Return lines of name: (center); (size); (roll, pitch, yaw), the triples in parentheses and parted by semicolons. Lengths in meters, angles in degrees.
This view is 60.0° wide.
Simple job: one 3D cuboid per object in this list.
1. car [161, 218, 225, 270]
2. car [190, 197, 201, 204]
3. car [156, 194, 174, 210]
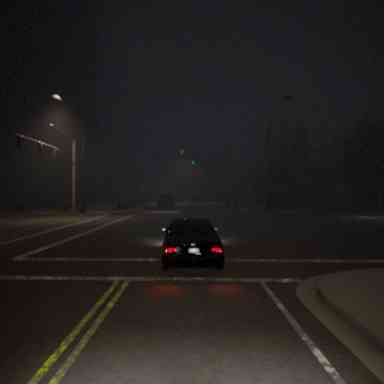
car: (-0.050, 1.582, 11.163); (2.033, 1.411, 5.357); (0, 0, -2)
car: (0.743, 1.695, 70.398); (1.812, 1.442, 4.674); (0, 0, 12)
car: (-3.591, 1.332, 45.428); (2.150, 2.045, 5.566); (0, 0, 0)
